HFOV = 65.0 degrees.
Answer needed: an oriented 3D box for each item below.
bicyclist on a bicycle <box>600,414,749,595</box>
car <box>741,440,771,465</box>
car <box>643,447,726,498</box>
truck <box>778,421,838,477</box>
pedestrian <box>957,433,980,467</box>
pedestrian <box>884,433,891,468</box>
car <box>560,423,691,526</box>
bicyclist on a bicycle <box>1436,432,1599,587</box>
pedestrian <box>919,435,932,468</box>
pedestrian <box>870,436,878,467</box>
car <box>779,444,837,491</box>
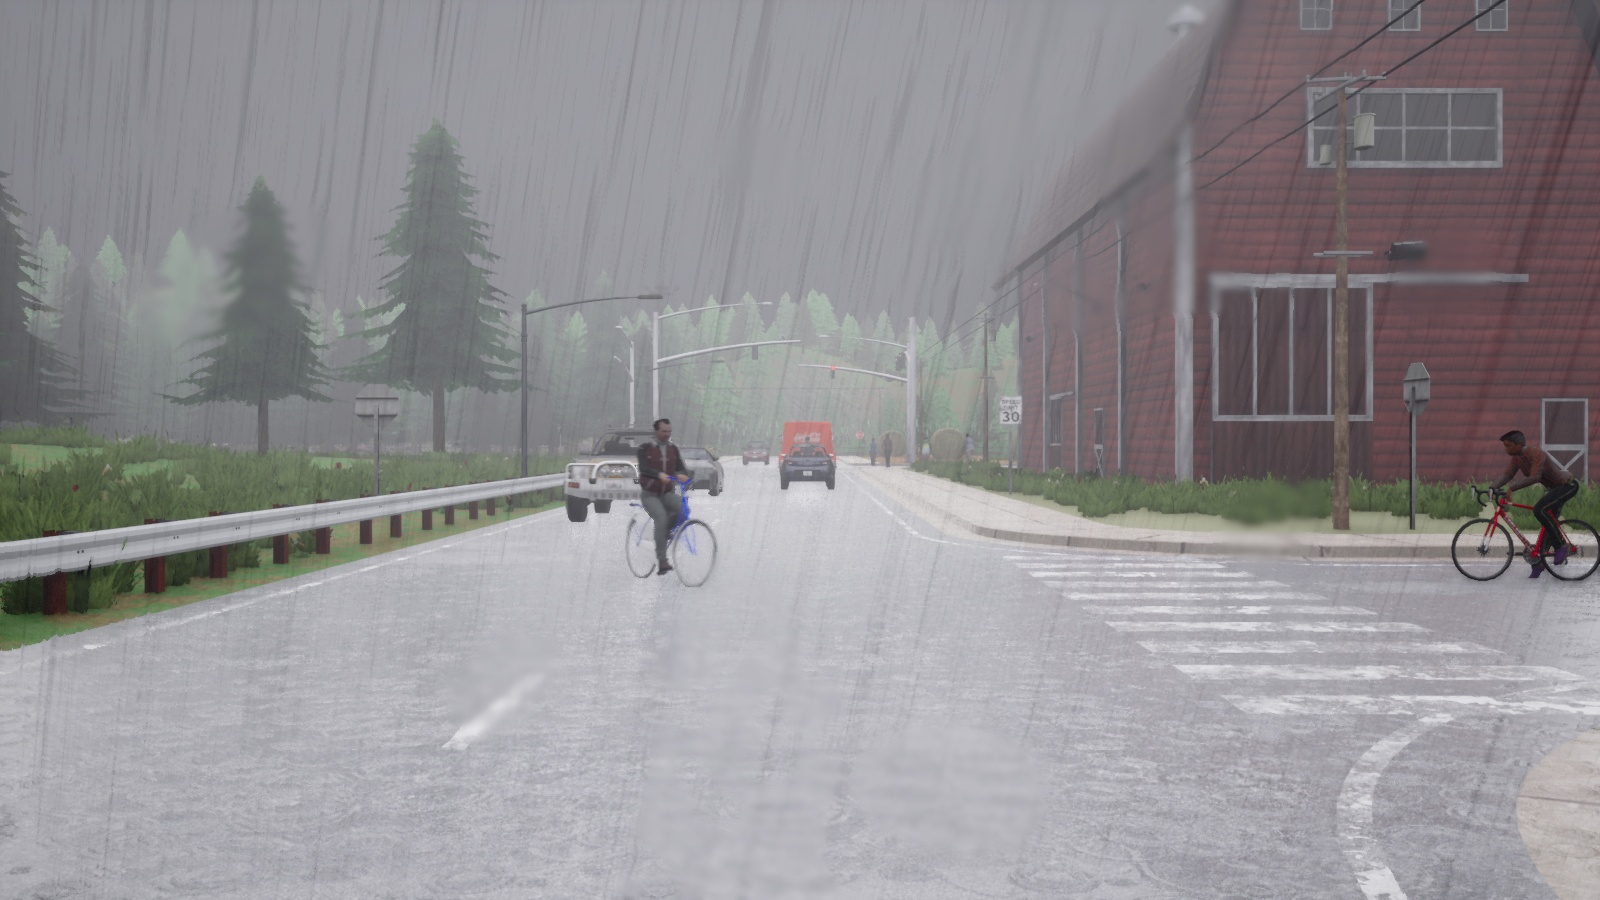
[{"bbox_3d":[-1.350,0.541,13.221,0.659,1.776,1.843,2,-1,-37],"label":"bicyclist on a bicycle"},{"bbox_3d":[-2.994,0.159,85.677,1.851,1.617,3.988,0,0,0],"label":"car"},{"bbox_3d":[-3.277,0.603,36.276,1.994,1.385,4.181,0,0,0],"label":"car"},{"bbox_3d":[0.345,-0.065,57.582,2.627,2.467,5.204,0,0,0],"label":"truck"},{"bbox_3d":[9.185,-0.010,68.342,0.874,1.855,0.900,0,0,-31],"label":"pedestrian"},{"bbox_3d":[4.630,0.022,66.230,0.328,1.805,0.869,0,0,1],"label":"pedestrian"},{"bbox_3d":[-3.342,0.420,24.882,1.932,1.855,4.605,0,0,0],"label":"car"},{"bbox_3d":[7.810,0.629,13.494,1.656,1.620,0.582,0,0,-1],"label":"bicyclist on a bicycle"},{"bbox_3d":[7.571,0.101,75.653,0.659,1.952,0.873,0,0,-4],"label":"pedestrian"},{"bbox_3d":[4.505,0.092,76.768,0.396,1.930,0.692,0,0,-4],"label":"pedestrian"},{"bbox_3d":[0.253,0.526,41.552,1.816,1.474,4.193,0,0,0],"label":"car"}]
